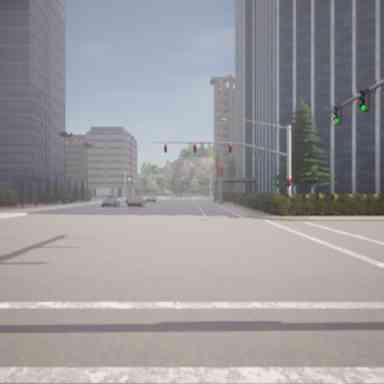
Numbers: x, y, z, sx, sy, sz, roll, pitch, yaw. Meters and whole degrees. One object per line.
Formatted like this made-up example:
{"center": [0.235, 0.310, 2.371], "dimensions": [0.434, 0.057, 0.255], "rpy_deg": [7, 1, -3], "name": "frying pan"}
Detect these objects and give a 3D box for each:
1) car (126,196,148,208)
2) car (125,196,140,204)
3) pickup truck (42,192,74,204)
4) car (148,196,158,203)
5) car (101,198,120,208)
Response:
{"center": [-7.814, 1.429, 46.374], "dimensions": [1.882, 1.535, 5.008], "rpy_deg": [0, 0, -1], "name": "car"}
{"center": [-11.452, 1.480, 64.327], "dimensions": [2.033, 1.411, 5.357], "rpy_deg": [0, 0, 0], "name": "car"}
{"center": [-24.501, 0.996, 60.312], "dimensions": [2.390, 2.098, 6.274], "rpy_deg": [0, 0, 30], "name": "pickup truck"}
{"center": [-7.959, 1.458, 65.327], "dimensions": [1.812, 1.442, 4.674], "rpy_deg": [0, 0, 0], "name": "car"}
{"center": [-11.312, 1.515, 46.399], "dimensions": [1.994, 1.385, 4.181], "rpy_deg": [0, 0, -1], "name": "car"}
